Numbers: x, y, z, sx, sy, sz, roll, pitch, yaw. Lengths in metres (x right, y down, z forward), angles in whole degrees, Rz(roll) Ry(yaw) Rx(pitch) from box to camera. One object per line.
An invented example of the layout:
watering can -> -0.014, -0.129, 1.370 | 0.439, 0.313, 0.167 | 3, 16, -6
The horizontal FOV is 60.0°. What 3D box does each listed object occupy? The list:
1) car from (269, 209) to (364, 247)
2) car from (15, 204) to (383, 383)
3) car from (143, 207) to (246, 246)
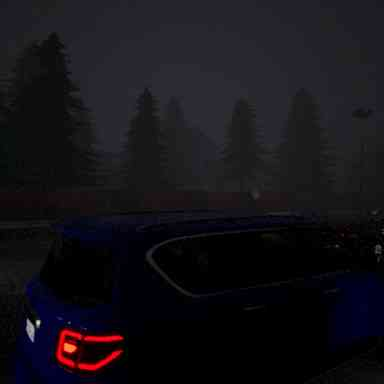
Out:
car -> 6.398, 1.703, 16.917 | 4.902, 1.511, 2.128 | 1, -1, -35
car -> 0.825, 1.269, 4.372 | 5.566, 2.045, 2.150 | 0, 0, -35
car -> 0.225, 1.616, 16.820 | 5.008, 1.535, 1.882 | 1, 0, -35
